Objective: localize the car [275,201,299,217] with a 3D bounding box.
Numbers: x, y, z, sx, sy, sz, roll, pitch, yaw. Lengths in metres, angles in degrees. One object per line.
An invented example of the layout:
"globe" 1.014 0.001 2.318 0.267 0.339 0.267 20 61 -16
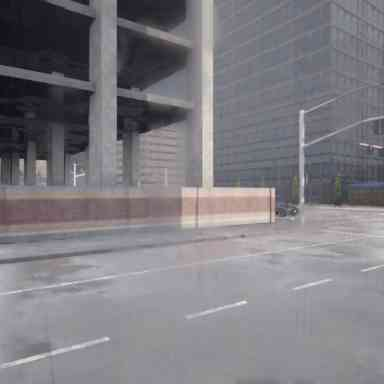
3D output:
"car" 8.109 1.564 31.516 1.994 1.385 4.181 0 0 -36

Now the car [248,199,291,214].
"car" 8.517 1.526 36.916 1.812 1.442 4.674 0 0 -36

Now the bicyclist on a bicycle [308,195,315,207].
"bicyclist on a bicycle" 16.586 1.301 46.203 1.656 1.620 0.582 0 0 -36
